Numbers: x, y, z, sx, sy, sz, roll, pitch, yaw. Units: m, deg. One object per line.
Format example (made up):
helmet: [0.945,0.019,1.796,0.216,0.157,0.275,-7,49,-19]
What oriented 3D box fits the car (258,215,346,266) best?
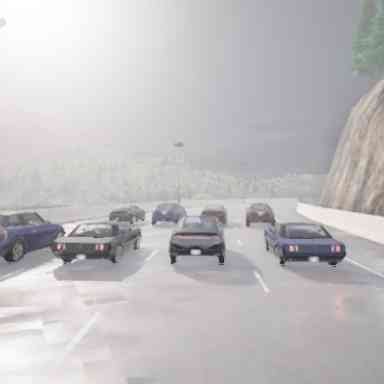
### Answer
car: [3.767,1.726,12.036,1.895,1.301,4.718,0,-1,4]

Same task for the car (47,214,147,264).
car: [-3.224,1.730,12.395,1.895,1.301,4.718,0,-1,4]

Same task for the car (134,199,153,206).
car: [-10.640,2.238,73.628,1.882,1.535,5.008,0,-1,22]

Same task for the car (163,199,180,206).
car: [-4.313,2.253,70.603,1.812,1.442,4.674,0,-1,22]

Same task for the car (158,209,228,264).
car: [0.295,1.623,12.463,2.128,1.511,4.902,0,0,4]

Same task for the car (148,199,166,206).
car: [-7.474,2.244,72.115,1.837,1.490,4.892,0,-1,22]

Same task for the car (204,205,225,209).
car: [1.892,1.758,27.082,1.882,1.535,5.008,0,0,9]

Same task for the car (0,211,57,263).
car: [-6.699,1.484,12.753,2.097,1.767,4.553,0,-1,4]

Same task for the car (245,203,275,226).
car: [5.227,1.618,25.807,2.097,1.767,4.553,0,-1,9]

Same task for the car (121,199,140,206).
car: [-13.813,2.370,75.110,1.895,1.301,4.718,0,-1,22]

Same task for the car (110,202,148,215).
car: [-5.169,1.790,27.301,1.837,1.490,4.892,0,0,9]

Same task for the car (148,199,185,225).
car: [-1.710,1.628,26.752,2.097,1.767,4.553,0,-1,9]
